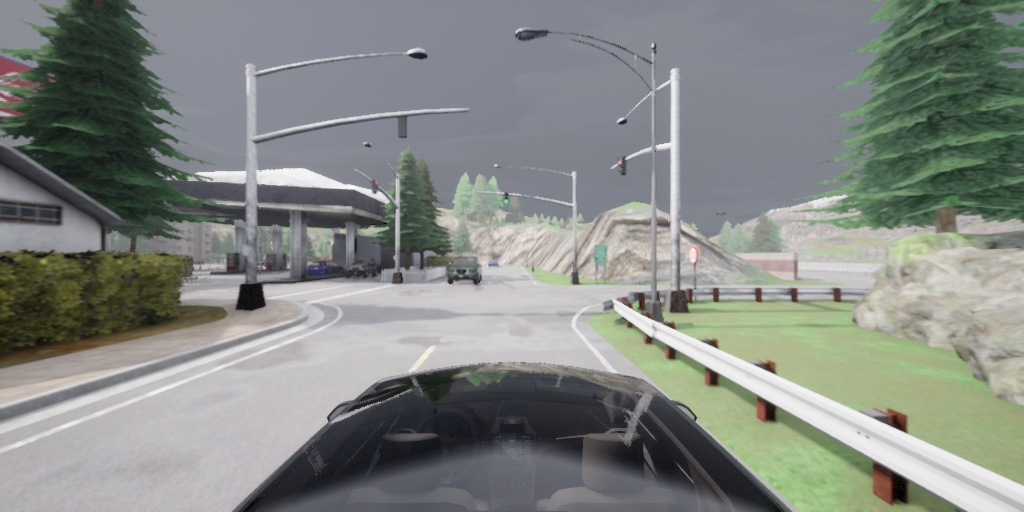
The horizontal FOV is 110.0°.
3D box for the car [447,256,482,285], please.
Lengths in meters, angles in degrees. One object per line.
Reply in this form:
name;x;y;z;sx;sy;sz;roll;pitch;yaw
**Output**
car;-3.496;1.040;27.423;2.150;2.045;5.566;0;0;0
